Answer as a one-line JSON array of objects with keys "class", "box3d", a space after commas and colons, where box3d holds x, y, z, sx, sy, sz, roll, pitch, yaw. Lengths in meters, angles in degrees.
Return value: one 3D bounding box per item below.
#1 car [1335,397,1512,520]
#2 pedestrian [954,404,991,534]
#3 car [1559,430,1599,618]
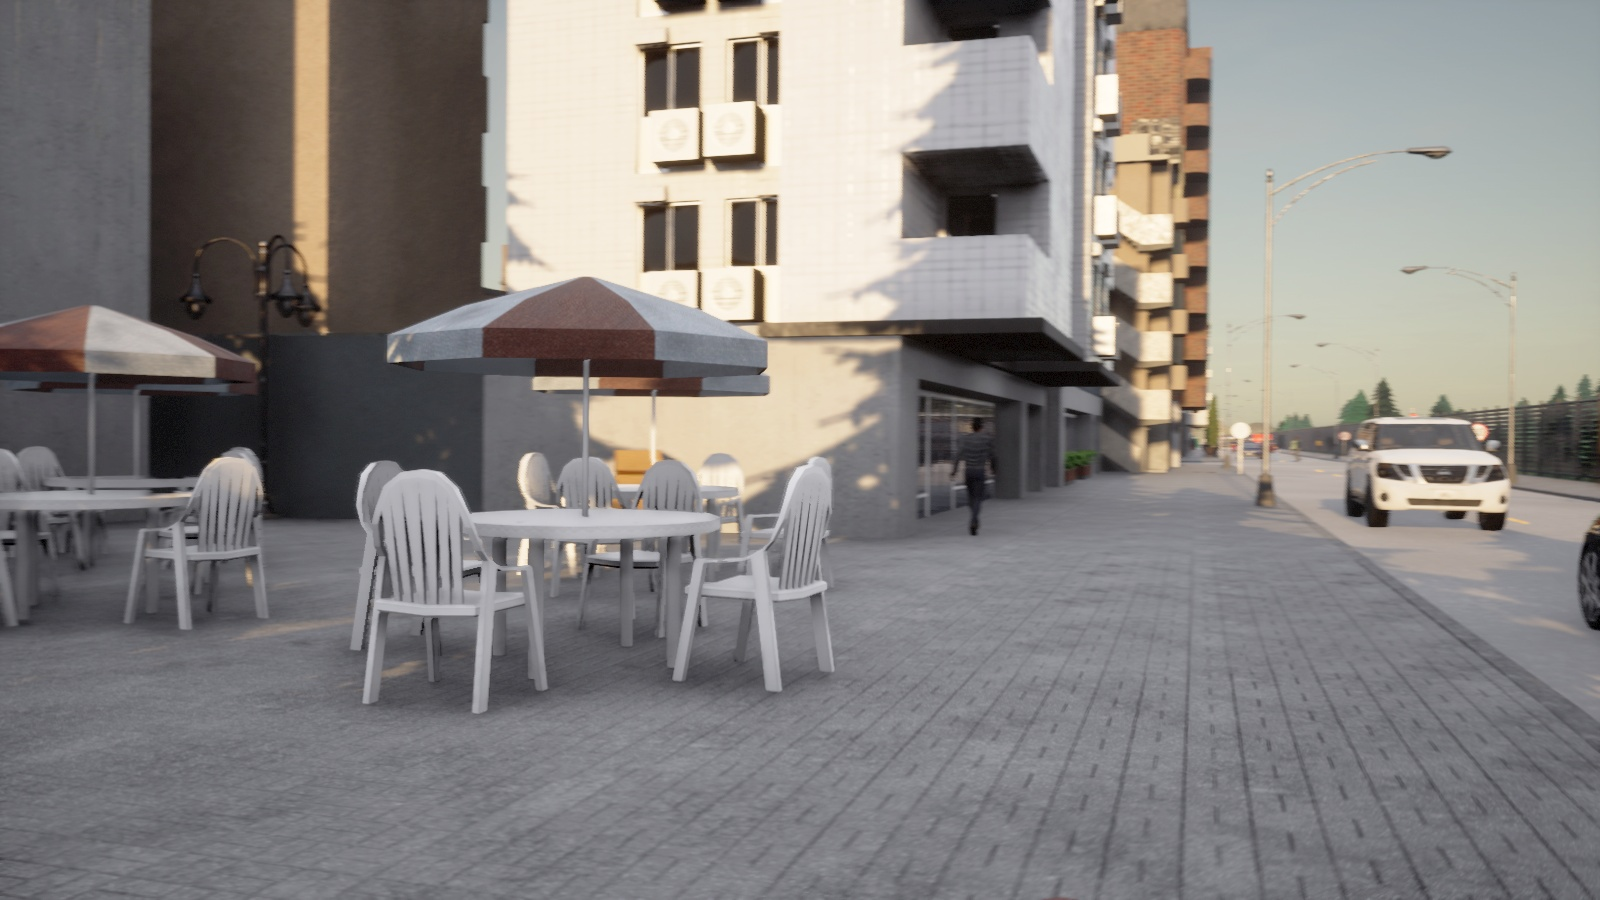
[{"class": "car", "box3d": [11.699, 0.114, 23.982, 2.150, 2.045, 5.566, -1, 1, 17]}, {"class": "pedestrian", "box3d": [2.647, 0.288, 19.258, 0.423, 1.949, 0.788, -1, 1, 17]}, {"class": "car", "box3d": [6.968, 0.584, 8.789, 1.970, 1.475, 3.806, -1, 1, 17]}]
